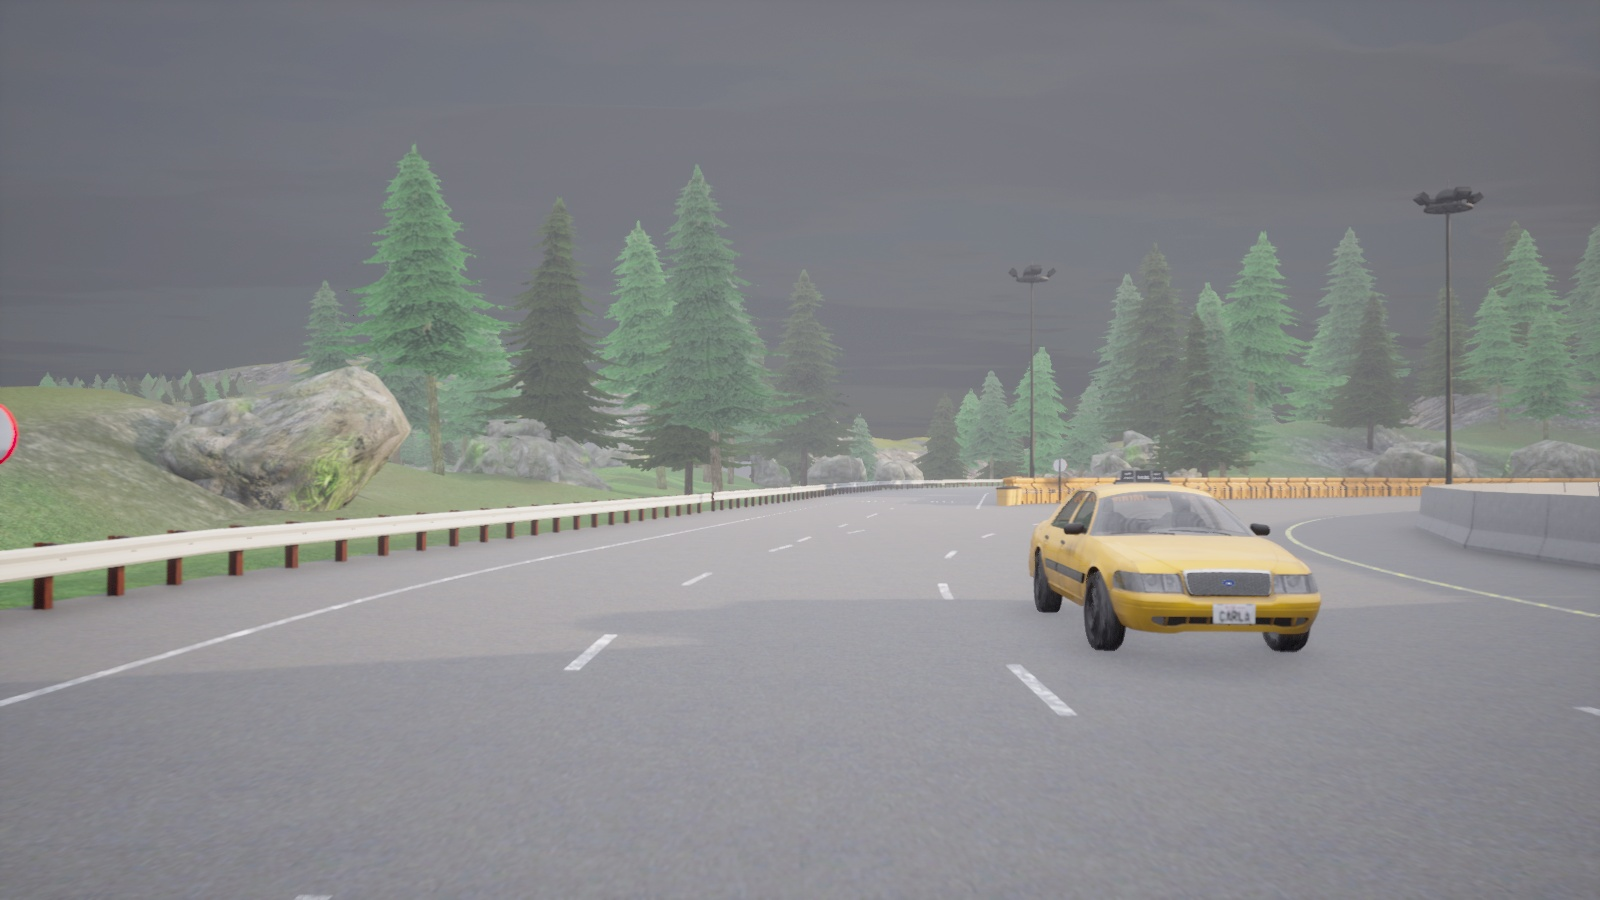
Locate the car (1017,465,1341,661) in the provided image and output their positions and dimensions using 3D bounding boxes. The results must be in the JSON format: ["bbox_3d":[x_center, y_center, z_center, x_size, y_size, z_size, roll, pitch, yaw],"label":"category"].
[{"bbox_3d":[3.507,0.950,12.782,1.801,1.575,5.366,0,-1,2],"label":"car"}]
